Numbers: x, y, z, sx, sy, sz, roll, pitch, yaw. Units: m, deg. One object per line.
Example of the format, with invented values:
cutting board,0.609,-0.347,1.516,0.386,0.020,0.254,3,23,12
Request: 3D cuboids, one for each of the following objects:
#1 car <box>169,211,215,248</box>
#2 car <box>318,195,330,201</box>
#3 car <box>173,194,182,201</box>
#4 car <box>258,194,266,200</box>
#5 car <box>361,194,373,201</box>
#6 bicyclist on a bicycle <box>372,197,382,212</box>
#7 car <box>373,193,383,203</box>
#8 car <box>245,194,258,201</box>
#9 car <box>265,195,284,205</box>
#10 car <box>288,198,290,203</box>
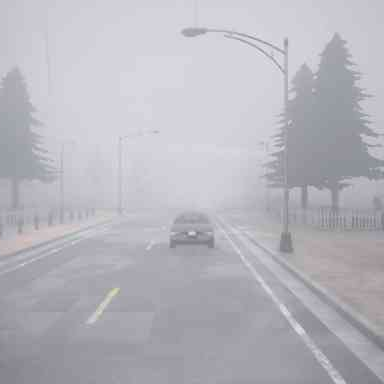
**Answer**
car,0.000,1.562,14.650,2.033,1.411,5.357,0,0,0
car,29.110,1.319,73.535,1.845,1.501,3.633,0,0,0
car,-3.500,1.318,80.393,2.097,1.767,4.553,0,0,0
car,17.341,1.329,81.325,2.152,1.636,5.027,0,0,0
car,39.102,1.297,73.394,2.007,1.523,4.514,0,0,0
bicyclist on a bicycle,18.870,1.284,33.952,0.582,1.620,1.656,0,0,1
car,32.538,1.096,54.950,1.932,1.855,4.605,0,0,0
car,14.203,1.338,81.304,2.007,1.523,4.514,0,0,0
car,13.956,1.372,55.271,1.845,1.501,3.633,0,0,0
car,17.009,1.383,62.662,1.970,1.475,3.806,0,0,0
